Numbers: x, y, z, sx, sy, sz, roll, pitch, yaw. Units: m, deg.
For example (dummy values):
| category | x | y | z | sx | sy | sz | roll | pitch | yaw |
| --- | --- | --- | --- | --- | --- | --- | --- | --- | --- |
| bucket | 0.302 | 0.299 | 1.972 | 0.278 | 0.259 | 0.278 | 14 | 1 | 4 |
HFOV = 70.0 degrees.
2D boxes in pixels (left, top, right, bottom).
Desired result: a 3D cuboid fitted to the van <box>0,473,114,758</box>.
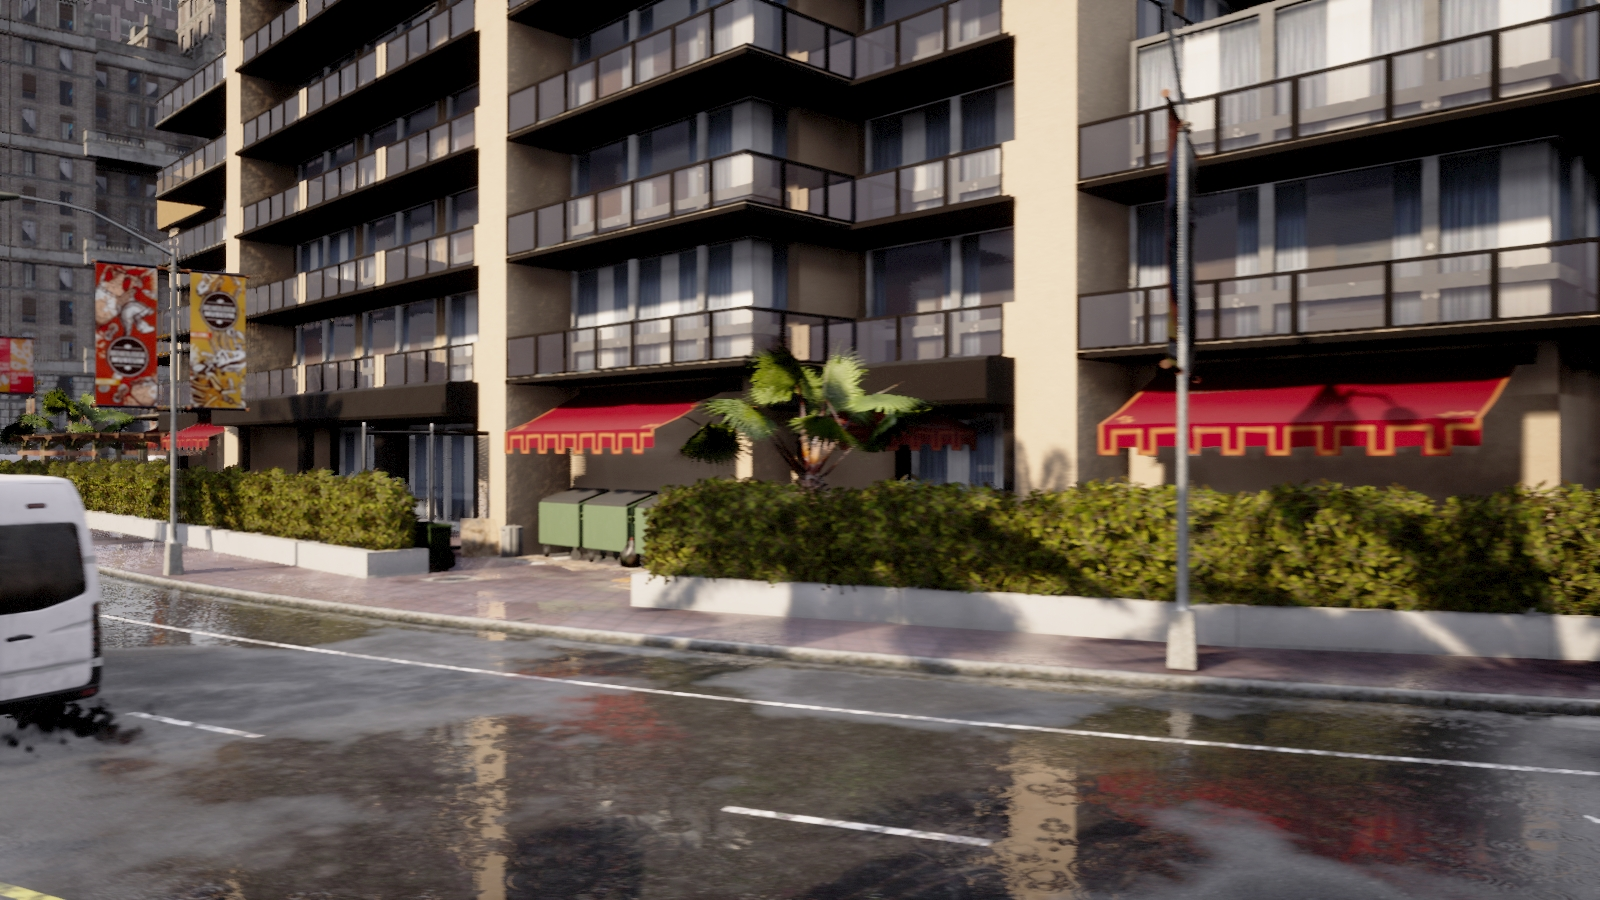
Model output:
| category | x | y | z | sx | sy | sz | roll | pitch | yaw |
| --- | --- | --- | --- | --- | --- | --- | --- | --- | --- |
| van | -9.856 | 1.537 | 11.960 | 5.915 | 2.561 | 1.988 | 0 | 0 | 30 |
